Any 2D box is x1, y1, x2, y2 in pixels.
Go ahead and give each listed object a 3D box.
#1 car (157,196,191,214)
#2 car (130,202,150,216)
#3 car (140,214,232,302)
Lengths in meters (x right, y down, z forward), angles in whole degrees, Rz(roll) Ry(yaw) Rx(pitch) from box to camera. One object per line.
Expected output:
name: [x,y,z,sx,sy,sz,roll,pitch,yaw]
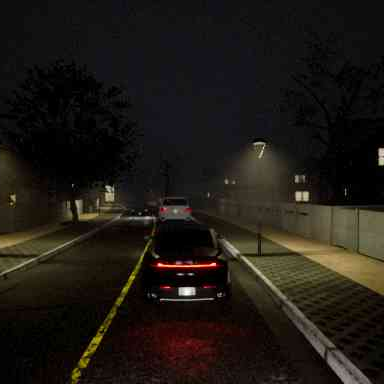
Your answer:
car: [-1.312,1.335,24.231,2.150,2.045,5.566,0,-1,-5]
car: [-5.501,1.775,35.247,2.033,1.411,5.357,0,-1,-8]
car: [-0.181,1.519,8.309,1.837,1.490,4.892,0,0,-2]
